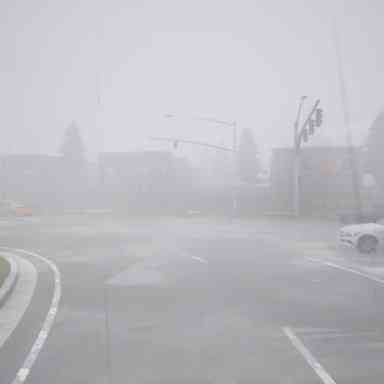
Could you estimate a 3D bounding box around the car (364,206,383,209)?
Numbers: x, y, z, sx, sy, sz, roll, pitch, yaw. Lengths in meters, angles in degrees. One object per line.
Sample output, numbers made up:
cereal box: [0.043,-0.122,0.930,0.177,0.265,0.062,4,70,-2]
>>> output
car: [12.059,1.599,22.367,4.718,1.301,1.895,0,0,12]

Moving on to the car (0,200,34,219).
car: [-16.001,1.475,28.334,5.008,1.535,1.882,0,0,12]

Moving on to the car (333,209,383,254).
car: [8.030,1.525,12.487,4.674,1.442,1.812,0,0,12]
